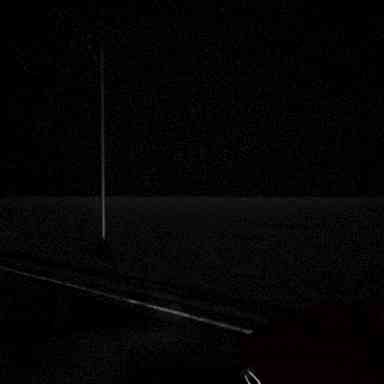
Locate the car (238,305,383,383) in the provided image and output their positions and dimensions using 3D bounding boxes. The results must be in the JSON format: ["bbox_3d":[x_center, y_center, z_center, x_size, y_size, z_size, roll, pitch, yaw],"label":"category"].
[{"bbox_3d":[2.686,1.474,2.076,5.008,1.535,1.882,0,0,35],"label":"car"}]
